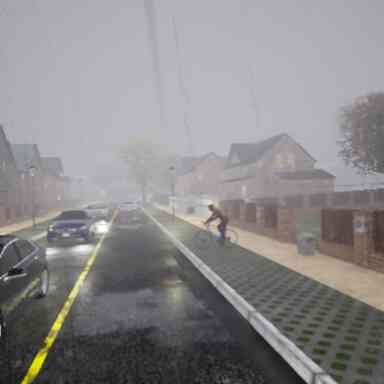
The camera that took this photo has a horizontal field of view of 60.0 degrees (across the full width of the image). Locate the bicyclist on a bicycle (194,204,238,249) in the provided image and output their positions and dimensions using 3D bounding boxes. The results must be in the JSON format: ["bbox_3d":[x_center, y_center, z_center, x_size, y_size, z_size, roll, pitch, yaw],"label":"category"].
[{"bbox_3d":[0.866,1.255,12.083,1.656,1.620,0.582,-2,0,-11],"label":"bicyclist on a bicycle"}]

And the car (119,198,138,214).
[{"bbox_3d":[-7.097,1.646,37.405,1.812,1.442,4.674,-2,0,-11],"label":"car"}]

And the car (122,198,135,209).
[{"bbox_3d":[-9.672,1.677,50.426,1.812,1.442,4.674,-2,0,-11],"label":"car"}]

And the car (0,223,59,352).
[{"bbox_3d":[-3.848,1.604,5.771,1.837,1.490,4.892,-2,0,-11],"label":"car"}]

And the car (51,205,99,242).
[{"bbox_3d":[-6.111,1.668,17.239,1.812,1.442,4.674,-2,0,-11],"label":"car"}]

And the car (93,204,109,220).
[{"bbox_3d":[-8.644,1.785,30.153,1.895,1.301,4.718,-2,0,-11],"label":"car"}]
